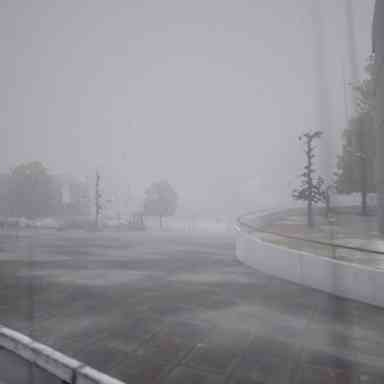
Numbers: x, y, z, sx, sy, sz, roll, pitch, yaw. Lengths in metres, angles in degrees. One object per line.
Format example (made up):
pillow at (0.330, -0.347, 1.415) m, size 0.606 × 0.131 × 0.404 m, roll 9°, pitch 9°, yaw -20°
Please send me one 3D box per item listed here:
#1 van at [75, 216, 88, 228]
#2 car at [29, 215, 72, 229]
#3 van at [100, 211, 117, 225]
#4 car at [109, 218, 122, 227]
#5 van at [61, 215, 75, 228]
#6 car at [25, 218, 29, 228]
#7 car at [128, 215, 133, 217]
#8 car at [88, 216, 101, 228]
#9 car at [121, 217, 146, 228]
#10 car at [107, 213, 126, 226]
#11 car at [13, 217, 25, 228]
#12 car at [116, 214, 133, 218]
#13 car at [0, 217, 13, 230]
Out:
van at (-20.166, 4.901, 55.067) m, size 4.442 × 1.987 × 1.878 m, roll 0°, pitch -6°, yaw 5°
car at (-19.134, 4.281, 45.082) m, size 1.812 × 1.442 × 4.674 m, roll -1°, pitch -6°, yaw 24°
van at (-23.145, 7.305, 92.496) m, size 1.878 × 1.987 × 4.442 m, roll 0°, pitch 1°, yaw 10°
car at (-13.986, 6.573, 68.706) m, size 4.674 × 1.452 × 2.002 m, roll 0°, pitch -5°, yaw 5°
van at (-21.427, 4.619, 52.329) m, size 4.442 × 1.987 × 1.878 m, roll 0°, pitch -6°, yaw 5°
car at (-24.076, 4.319, 46.843) m, size 4.674 × 1.452 × 2.002 m, roll 0°, pitch -6°, yaw 5°
car at (-15.455, 7.704, 87.707) m, size 2.163 × 1.488 × 4.792 m, roll 1°, pitch 1°, yaw 9°
car at (-19.017, 5.408, 57.779) m, size 4.892 × 1.521 × 2.231 m, roll 0°, pitch -5°, yaw 5°
car at (-10.711, 6.140, 63.448) m, size 2.128 × 1.511 × 4.902 m, roll -1°, pitch -6°, yaw 25°
car at (-20.567, 7.453, 90.823) m, size 2.185 × 1.767 × 4.553 m, roll 0°, pitch 1°, yaw 10°
car at (-25.323, 4.037, 44.098) m, size 4.674 × 1.452 × 2.002 m, roll 0°, pitch -5°, yaw 5°
car at (-17.916, 7.617, 89.525) m, size 1.946 × 1.575 × 5.366 m, roll 0°, pitch 1°, yaw 10°
car at (-20.209, 3.015, 31.937) m, size 2.128 × 1.511 × 4.902 m, roll 0°, pitch -5°, yaw 13°
